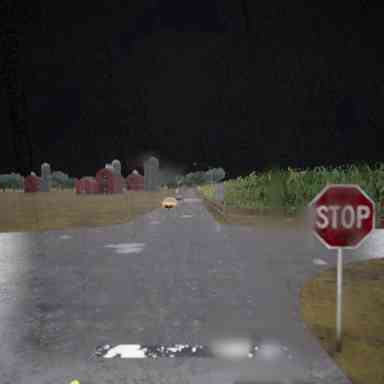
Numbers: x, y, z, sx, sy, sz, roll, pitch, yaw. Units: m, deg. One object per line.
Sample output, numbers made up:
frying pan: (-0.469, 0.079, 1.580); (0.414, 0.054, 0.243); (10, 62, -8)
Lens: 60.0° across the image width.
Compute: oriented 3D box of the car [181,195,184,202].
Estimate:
car: (-2.734, 1.366, 73.071); (2.033, 1.411, 5.357); (0, 0, 0)

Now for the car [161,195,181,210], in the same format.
car: (-2.741, 1.453, 41.649); (1.882, 1.535, 5.008); (0, 1, 0)
